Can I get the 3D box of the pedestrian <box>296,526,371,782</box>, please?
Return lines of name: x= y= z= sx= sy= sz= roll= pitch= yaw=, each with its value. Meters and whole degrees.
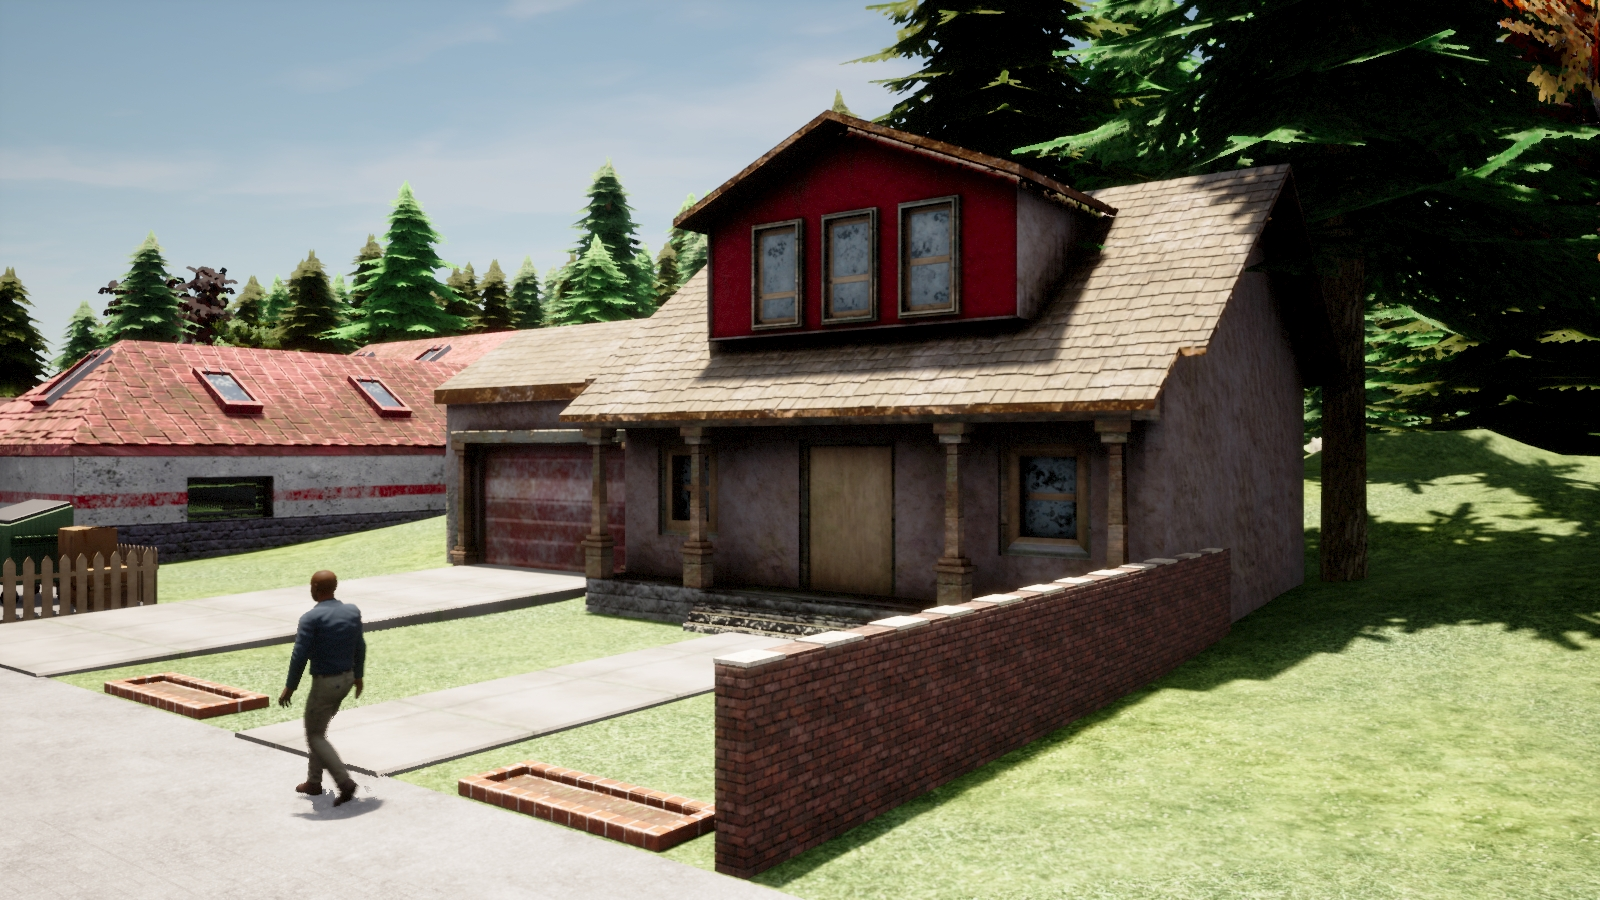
pedestrian: x=-3.552 y=1.524 z=8.709 sx=0.375 sy=1.860 sz=0.375 roll=0 pitch=0 yaw=29
